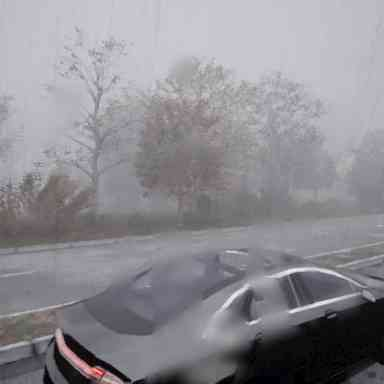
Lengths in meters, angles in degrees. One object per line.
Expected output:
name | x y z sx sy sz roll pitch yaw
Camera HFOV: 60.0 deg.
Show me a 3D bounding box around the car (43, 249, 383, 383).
car | 0.863 1.473 4.053 4.902 1.511 2.128 0 0 -35
